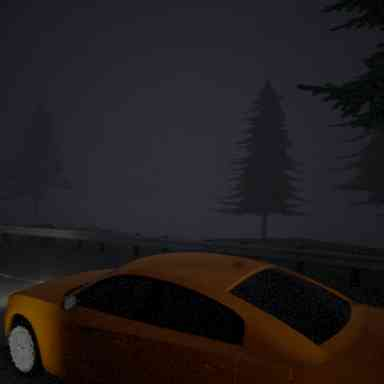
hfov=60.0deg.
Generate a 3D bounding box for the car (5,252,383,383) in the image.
[{"bbox_3d":[-0.193,1.469,3.841,5.008,1.535,1.882,0,0,34],"label":"car"}]
